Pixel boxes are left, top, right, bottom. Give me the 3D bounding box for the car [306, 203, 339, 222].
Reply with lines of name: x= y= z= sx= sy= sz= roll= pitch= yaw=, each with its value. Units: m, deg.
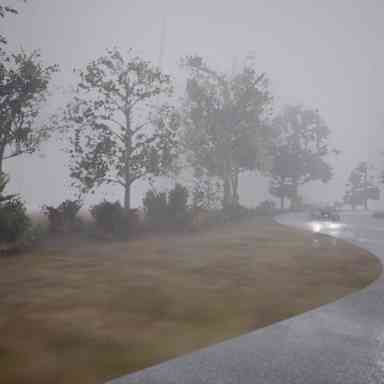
car: x=10.233 y=1.559 z=26.347 sx=1.994 sy=1.385 sz=4.181 roll=0 pitch=0 yaw=12
